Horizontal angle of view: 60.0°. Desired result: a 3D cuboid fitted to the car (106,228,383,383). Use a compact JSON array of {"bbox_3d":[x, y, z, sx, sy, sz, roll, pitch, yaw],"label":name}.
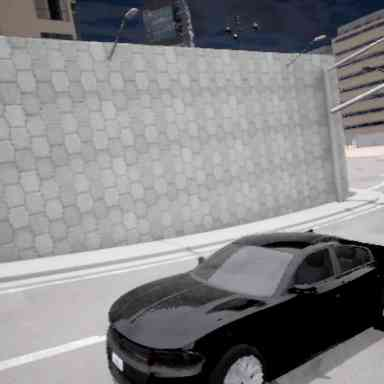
[{"bbox_3d":[1.260,1.383,4.876,5.008,1.535,1.882,-3,1,-35],"label":"car"}]
